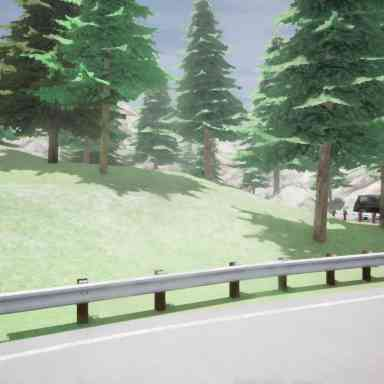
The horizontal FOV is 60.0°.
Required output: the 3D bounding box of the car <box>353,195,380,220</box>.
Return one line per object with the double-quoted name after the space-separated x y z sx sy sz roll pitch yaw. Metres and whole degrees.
15.134 1.237 25.556 2.150 2.045 5.566 0 0 -21 "car"
